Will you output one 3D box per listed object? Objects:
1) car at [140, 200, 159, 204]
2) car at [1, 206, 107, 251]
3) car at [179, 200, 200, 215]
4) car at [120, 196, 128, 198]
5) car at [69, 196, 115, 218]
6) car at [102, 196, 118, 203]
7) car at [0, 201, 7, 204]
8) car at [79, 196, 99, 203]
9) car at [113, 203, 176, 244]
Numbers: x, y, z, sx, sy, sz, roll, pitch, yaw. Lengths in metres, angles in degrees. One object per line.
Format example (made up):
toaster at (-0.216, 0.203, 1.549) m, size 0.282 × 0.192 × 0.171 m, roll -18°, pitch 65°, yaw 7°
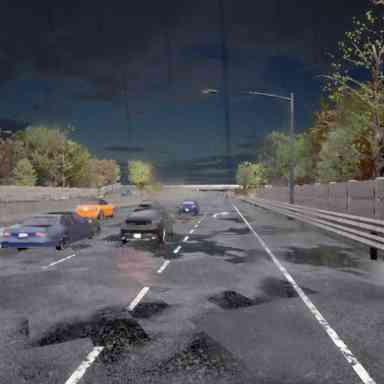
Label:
car at (-3.964, 1.508, 31.923) m, size 1.837 × 1.490 × 4.892 m, roll 0°, pitch 0°, yaw 5°
car at (-5.645, 1.547, 14.097) m, size 2.033 × 1.411 × 5.357 m, roll 0°, pitch 0°, yaw 5°
car at (-0.247, 1.528, 34.048) m, size 1.812 × 1.442 × 4.674 m, roll 0°, pitch 0°, yaw 5°
car at (-14.456, 1.592, 70.979) m, size 2.033 × 1.411 × 5.357 m, roll 0°, pitch 0°, yaw 5°
car at (-7.893, 1.353, 27.515) m, size 2.097 × 1.767 × 4.553 m, roll 0°, pitch 0°, yaw 5°
car at (-17.826, 1.651, 72.521) m, size 1.895 × 1.301 × 4.718 m, roll 0°, pitch 0°, yaw 5°
car at (-18.314, 1.566, 31.019) m, size 1.994 × 1.385 × 4.181 m, roll 0°, pitch 0°, yaw 5°
car at (-21.581, 1.589, 69.973) m, size 2.033 × 1.411 × 5.357 m, roll 0°, pitch 0°, yaw 5°
car at (-1.964, 1.504, 15.792) m, size 1.837 × 1.490 × 4.892 m, roll 0°, pitch 0°, yaw 5°
